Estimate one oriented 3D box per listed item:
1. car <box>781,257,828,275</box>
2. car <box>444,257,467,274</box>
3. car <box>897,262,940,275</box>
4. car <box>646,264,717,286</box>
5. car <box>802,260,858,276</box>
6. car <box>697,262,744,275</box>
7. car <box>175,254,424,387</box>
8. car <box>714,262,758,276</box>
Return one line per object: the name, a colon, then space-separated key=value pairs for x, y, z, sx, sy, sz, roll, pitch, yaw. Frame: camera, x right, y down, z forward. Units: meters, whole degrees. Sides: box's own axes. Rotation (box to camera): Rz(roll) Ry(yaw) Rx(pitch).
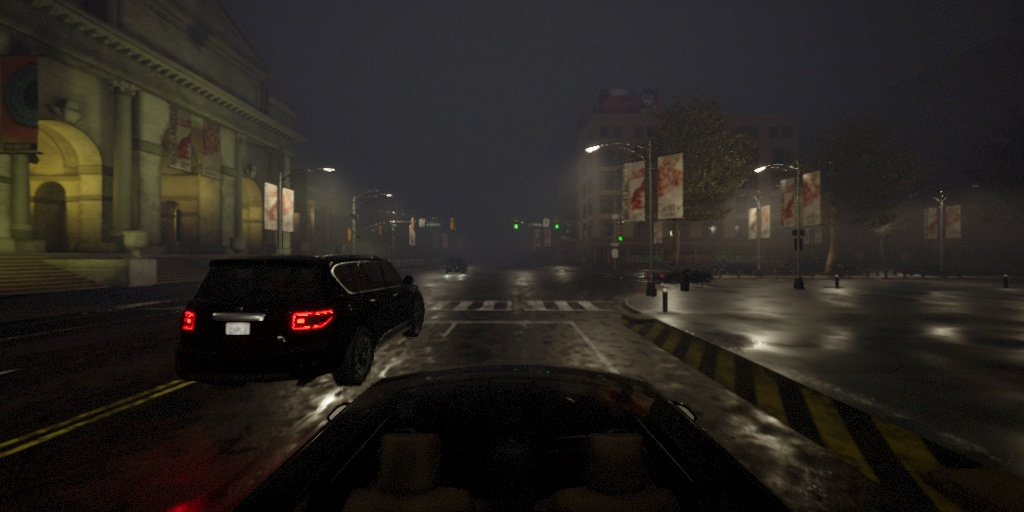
car: x=34.252 y=1.078 z=41.258 sx=5.566 sy=2.045 sz=2.150 roll=0 pitch=0 yaw=0
car: x=-6.658 y=1.174 z=43.037 sx=2.150 sy=2.045 sz=5.566 roll=0 pitch=1 yaw=-1
car: x=47.731 y=1.412 z=41.835 sx=5.357 sy=1.411 sz=2.033 roll=0 pitch=0 yaw=-18
car: x=12.094 y=1.417 z=25.852 sx=4.718 sy=1.301 sz=1.895 roll=0 pitch=0 yaw=-23
car: x=33.712 y=1.412 z=37.746 sx=4.181 sy=1.385 sz=1.994 roll=0 pitch=0 yaw=1
car: x=23.968 y=1.415 z=41.295 sx=4.181 sy=1.385 sz=1.994 roll=0 pitch=0 yaw=0
car: x=-3.375 y=0.984 z=7.099 sx=2.150 sy=2.045 sz=5.566 roll=0 pitch=0 yaw=0
car: x=23.642 y=1.369 z=37.809 sx=4.674 sy=1.442 sz=1.812 roll=0 pitch=0 yaw=0
